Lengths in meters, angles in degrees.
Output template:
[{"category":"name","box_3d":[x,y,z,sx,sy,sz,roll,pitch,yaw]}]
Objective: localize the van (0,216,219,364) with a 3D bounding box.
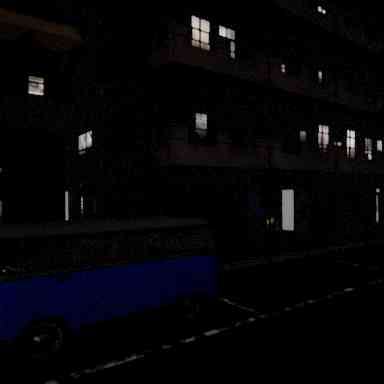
[{"category":"van","box_3d":[-1.417,1.340,5.554,3.998,1.788,1.690,0,0,-35]}]
